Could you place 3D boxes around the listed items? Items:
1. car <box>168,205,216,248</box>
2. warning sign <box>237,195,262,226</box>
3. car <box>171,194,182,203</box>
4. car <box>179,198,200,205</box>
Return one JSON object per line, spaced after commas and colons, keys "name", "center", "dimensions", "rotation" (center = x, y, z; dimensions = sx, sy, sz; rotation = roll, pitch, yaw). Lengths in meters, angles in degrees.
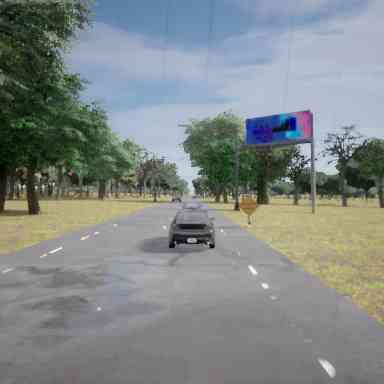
{"name": "car", "center": [0.000, 1.526, 14.652], "dimensions": [1.837, 1.490, 4.892], "rotation": [0, 0, 0]}
{"name": "warning sign", "center": [3.537, 1.132, 20.638], "dimensions": [1.300, 1.860, 1.060], "rotation": [-1, -1, 0]}
{"name": "car", "center": [-3.500, 1.429, 76.725], "dimensions": [2.150, 2.045, 5.566], "rotation": [0, 0, 0]}
{"name": "car", "center": [0.000, 1.569, 29.654], "dimensions": [1.812, 1.442, 4.674], "rotation": [0, 0, 0]}
